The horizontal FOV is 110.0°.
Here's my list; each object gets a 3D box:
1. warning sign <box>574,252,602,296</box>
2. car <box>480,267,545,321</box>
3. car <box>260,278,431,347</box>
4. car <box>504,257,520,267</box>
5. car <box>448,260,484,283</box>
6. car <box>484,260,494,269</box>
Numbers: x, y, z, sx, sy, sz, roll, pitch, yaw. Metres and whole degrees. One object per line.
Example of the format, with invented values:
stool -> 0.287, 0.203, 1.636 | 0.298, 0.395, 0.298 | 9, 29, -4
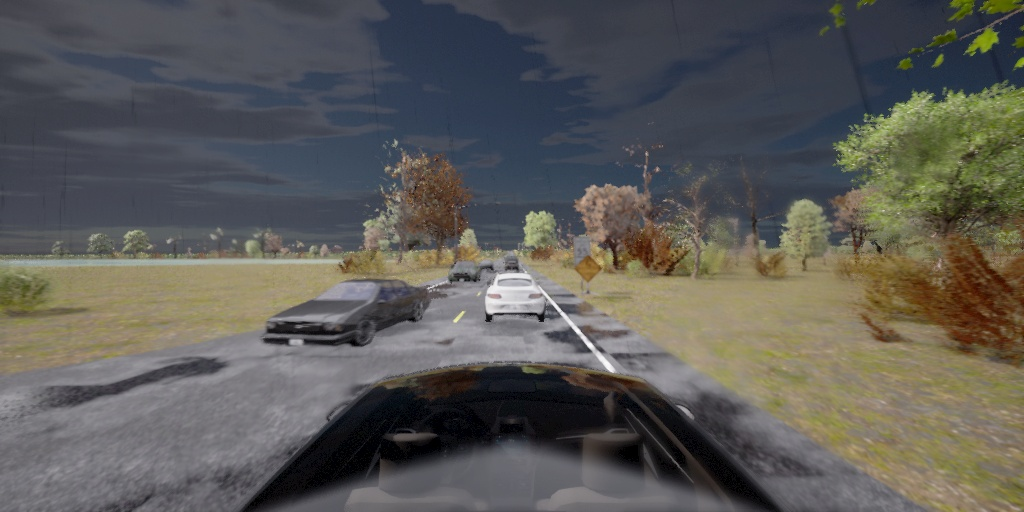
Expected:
warning sign -> 3.547, 0.864, 16.768 | 1.300, 1.860, 1.060 | 0, 0, 0
car -> 0.081, 1.289, 12.365 | 1.812, 1.442, 4.674 | 0, 0, 0
car -> -3.921, 1.328, 9.763 | 2.033, 1.411, 5.357 | 0, 0, 8
car -> -0.007, 1.270, 48.052 | 1.837, 1.490, 4.892 | 0, 0, 0
car -> -3.602, 1.140, 27.933 | 2.097, 1.767, 4.553 | 0, 0, 0
car -> -3.527, 1.258, 50.298 | 1.882, 1.535, 5.008 | 0, 0, 0
